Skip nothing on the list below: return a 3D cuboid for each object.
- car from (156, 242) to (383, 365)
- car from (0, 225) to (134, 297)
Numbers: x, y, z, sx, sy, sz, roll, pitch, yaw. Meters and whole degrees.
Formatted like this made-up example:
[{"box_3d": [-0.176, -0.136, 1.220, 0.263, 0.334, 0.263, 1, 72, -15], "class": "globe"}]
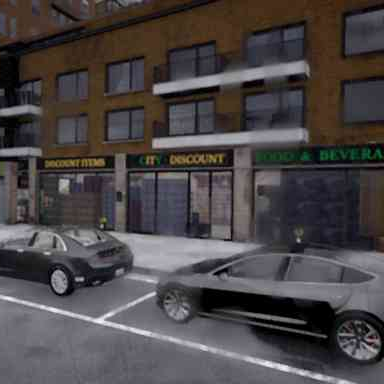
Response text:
[{"box_3d": [1.438, 1.540, 5.605, 4.313, 1.339, 1.947, 0, 1, 28], "class": "car"}, {"box_3d": [-3.492, 1.490, 8.231, 4.403, 1.369, 2.008, 0, 1, 28], "class": "car"}]
